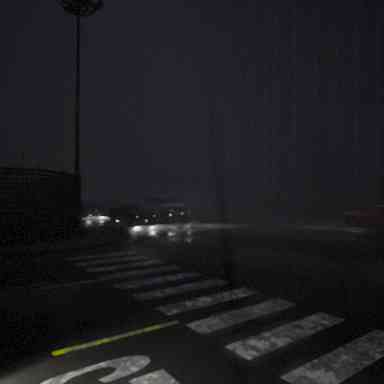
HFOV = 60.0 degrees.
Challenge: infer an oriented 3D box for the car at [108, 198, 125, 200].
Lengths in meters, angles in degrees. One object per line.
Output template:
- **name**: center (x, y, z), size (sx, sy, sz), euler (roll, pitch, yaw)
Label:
- **car**: center (-7.955, 1.447, 35.721), size (2.097, 1.767, 4.553), euler (1, 0, -36)

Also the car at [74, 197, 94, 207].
- **car**: center (-18.340, 1.639, 56.539), size (1.837, 1.490, 4.892), euler (1, 0, -36)

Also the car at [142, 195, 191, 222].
- **car**: center (-2.367, 1.317, 27.932), size (2.150, 2.045, 5.566), euler (1, 0, -36)

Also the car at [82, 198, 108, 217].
- **car**: center (-10.059, 1.622, 32.652), size (1.994, 1.385, 4.181), euler (1, 0, -35)

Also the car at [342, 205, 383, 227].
- **car**: center (13.379, 1.697, 24.029), size (5.008, 1.535, 1.882), euler (1, 0, -9)

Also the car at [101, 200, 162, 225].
- **car**: center (-4.691, 1.605, 25.165), size (2.033, 1.411, 5.357), euler (1, 0, -36)
